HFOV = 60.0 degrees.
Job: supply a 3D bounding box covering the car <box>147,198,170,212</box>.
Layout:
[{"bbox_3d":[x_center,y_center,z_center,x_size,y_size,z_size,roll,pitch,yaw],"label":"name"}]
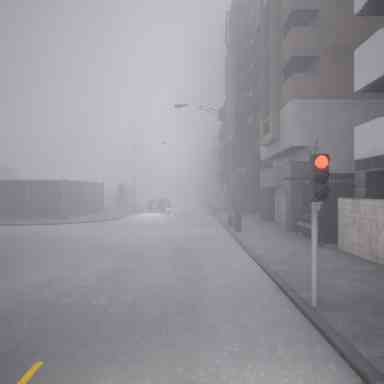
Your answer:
[{"bbox_3d":[-4.127,1.491,39.308,2.128,1.511,4.902,0,0,0],"label":"car"}]
